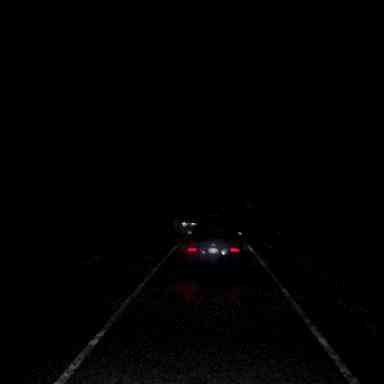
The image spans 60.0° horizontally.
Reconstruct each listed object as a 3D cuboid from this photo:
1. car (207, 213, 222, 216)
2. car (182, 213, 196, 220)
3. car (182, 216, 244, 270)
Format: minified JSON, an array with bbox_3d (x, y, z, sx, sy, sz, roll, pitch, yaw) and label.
[{"bbox_3d":[2.210,2.828,32.918,1.882,1.535,5.008,0,-3,4],"label":"car"},{"bbox_3d":[-0.253,3.835,49.457,2.033,1.411,5.357,0,-3,6],"label":"car"},{"bbox_3d":[0.777,1.762,11.724,2.033,1.411,5.357,0,-2,4],"label":"car"}]
